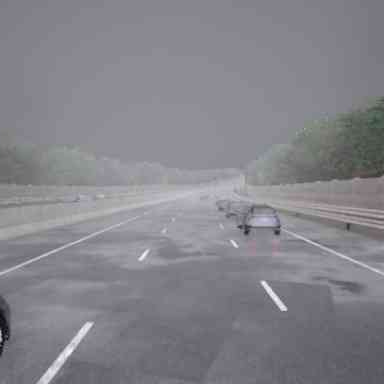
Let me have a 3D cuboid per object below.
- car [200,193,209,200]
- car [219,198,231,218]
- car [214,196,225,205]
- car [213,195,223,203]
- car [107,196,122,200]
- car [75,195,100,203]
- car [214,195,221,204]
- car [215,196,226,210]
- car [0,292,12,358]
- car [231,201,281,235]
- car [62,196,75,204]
[{"bbox_3d":[3.147,1.370,86.300,2.128,1.511,4.902,0,1,4],"label":"car"},{"bbox_3d":[3.868,1.548,29.726,2.033,1.411,5.357,0,0,1],"label":"car"},{"bbox_3d":[5.147,1.568,62.383,1.994,1.385,4.181,0,0,3],"label":"car"},{"bbox_3d":[5.775,1.467,73.254,2.128,1.511,4.902,0,0,4],"label":"car"},{"bbox_3d":[-12.767,1.440,54.985,2.128,1.511,4.902,0,0,3],"label":"car"},{"bbox_3d":[-16.361,1.290,53.178,2.097,1.767,4.553,0,0,3],"label":"car"},{"bbox_3d":[4.620,1.482,51.502,1.882,1.535,5.008,0,0,3],"label":"car"},{"bbox_3d":[4.187,1.566,40.661,1.994,1.385,4.181,0,0,2],"label":"car"},{"bbox_3d":[-3.390,1.500,2.628,1.837,1.490,4.892,0,1,0],"label":"car"},{"bbox_3d":[3.644,1.432,18.835,2.033,1.649,4.856,0,0,1],"label":"car"},{"bbox_3d":[-19.761,1.428,55.205,1.837,1.490,4.892,0,0,3],"label":"car"}]
